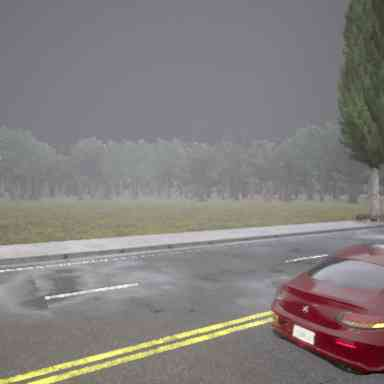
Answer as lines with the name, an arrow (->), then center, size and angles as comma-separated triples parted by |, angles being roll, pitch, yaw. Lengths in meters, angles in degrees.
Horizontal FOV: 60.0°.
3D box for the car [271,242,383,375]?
car -> 3.287, 1.543, 5.188 | 4.674, 1.442, 1.812 | 0, 0, -32
